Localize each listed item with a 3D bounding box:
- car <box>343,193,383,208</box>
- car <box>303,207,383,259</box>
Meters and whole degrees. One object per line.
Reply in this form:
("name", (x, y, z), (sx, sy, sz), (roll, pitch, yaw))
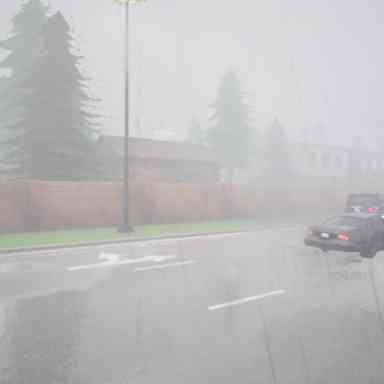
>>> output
("car", (11.262, 1.095, 19.755), (5.566, 2.045, 2.150), (0, 0, -34))
("car", (6.451, 1.466, 12.320), (5.357, 1.411, 2.033), (0, 1, -34))
